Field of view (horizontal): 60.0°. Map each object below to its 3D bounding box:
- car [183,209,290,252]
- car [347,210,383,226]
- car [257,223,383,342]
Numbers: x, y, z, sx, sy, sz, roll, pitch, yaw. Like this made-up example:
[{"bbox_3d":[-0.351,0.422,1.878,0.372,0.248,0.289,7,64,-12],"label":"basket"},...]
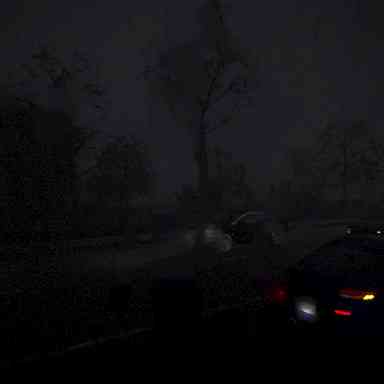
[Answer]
[{"bbox_3d":[1.937,1.483,13.808,4.902,1.511,2.128,0,0,-34],"label":"car"},{"bbox_3d":[8.502,1.474,14.050,5.008,1.535,1.882,0,0,-34],"label":"car"},{"bbox_3d":[3.576,1.524,6.177,4.674,1.442,1.812,0,0,-35],"label":"car"}]
